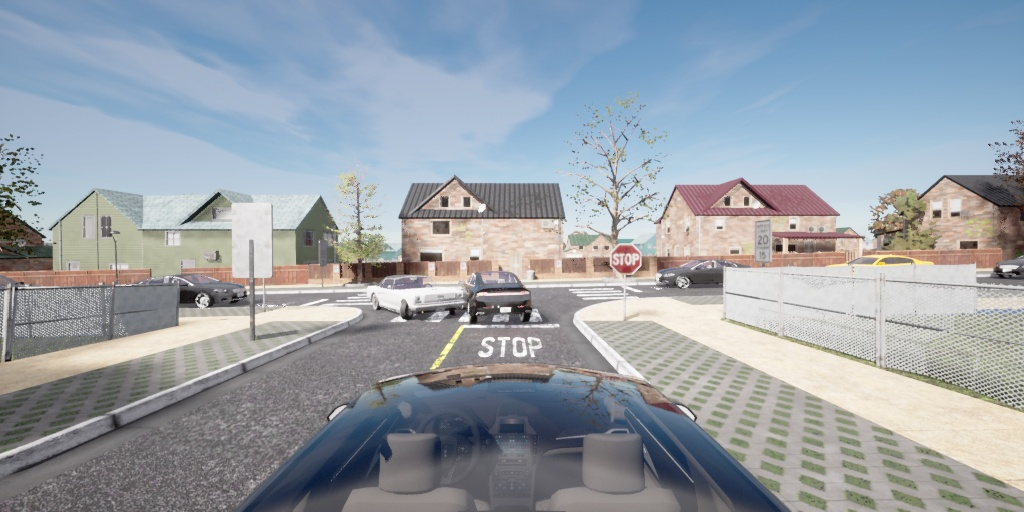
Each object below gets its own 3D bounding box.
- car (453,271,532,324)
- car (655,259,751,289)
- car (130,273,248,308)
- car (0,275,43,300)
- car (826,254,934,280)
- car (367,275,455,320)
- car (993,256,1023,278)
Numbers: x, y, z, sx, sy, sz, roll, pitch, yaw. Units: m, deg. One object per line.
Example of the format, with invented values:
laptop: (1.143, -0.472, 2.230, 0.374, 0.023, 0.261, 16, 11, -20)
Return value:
car: (-0.678, 1.242, 12.052, 2.128, 1.511, 4.902, 0, 0, -12)
car: (10.342, 0.925, 19.453, 4.902, 1.511, 2.128, -1, 1, 0)
car: (-14.892, 1.566, 16.416, 4.902, 1.511, 2.128, -1, 1, 0)
car: (-24.230, 1.648, 16.382, 4.553, 1.767, 2.097, -1, 1, 0)
car: (19.773, 0.690, 19.483, 5.008, 1.535, 1.882, -1, 1, 0)
car: (-3.595, 1.367, 12.913, 1.895, 1.301, 4.718, 0, 0, -38)
car: (29.397, 0.477, 19.514, 4.902, 1.511, 2.128, -1, 1, 0)
